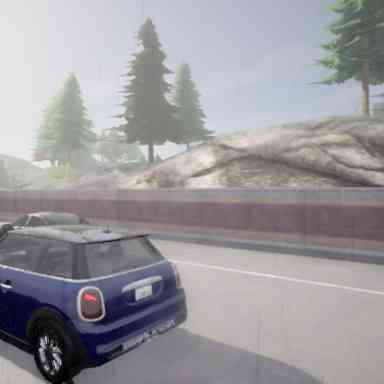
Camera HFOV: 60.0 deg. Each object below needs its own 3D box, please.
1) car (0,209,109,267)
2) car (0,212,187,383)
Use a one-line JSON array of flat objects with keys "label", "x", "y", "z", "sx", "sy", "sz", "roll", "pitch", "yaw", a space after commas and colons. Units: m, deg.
[{"label": "car", "x": -5.375, "y": 1.480, "z": 12.077, "sx": 4.892, "sy": 1.490, "sz": 1.837, "roll": 1, "pitch": 0, "yaw": 36}, {"label": "car", "x": -2.361, "y": 1.339, "z": 5.619, "sx": 4.553, "sy": 1.767, "sz": 2.097, "roll": 0, "pitch": 0, "yaw": 36}]
